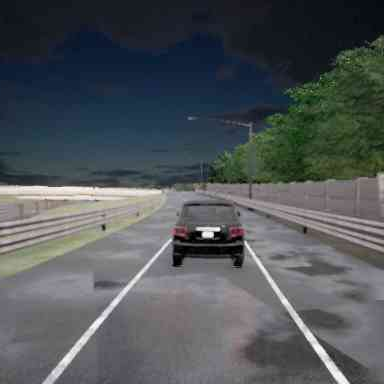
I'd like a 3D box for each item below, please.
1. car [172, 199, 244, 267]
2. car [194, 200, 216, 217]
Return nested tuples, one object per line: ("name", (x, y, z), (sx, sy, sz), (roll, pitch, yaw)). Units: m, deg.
("car", (0.572, 1.271, 11.806), (2.150, 2.045, 5.566), (0, 0, 3))
("car", (1.240, 1.546, 32.219), (1.994, 1.385, 4.181), (0, 1, 1))
